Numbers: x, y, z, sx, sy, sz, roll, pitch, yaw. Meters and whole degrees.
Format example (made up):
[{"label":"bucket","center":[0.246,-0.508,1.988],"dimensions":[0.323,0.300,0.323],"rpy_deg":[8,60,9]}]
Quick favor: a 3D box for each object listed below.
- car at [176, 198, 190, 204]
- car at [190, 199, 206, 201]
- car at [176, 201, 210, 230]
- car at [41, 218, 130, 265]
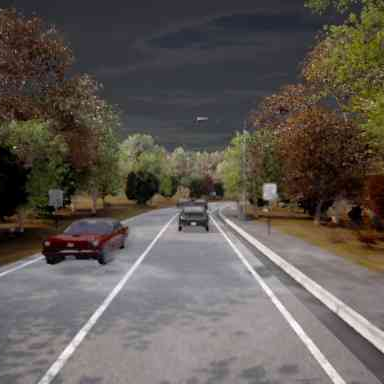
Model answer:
[{"label":"car","center":[-1.208,1.691,52.697],"dimensions":[1.837,1.490,4.892],"rpy_deg":[1,0,10]},{"label":"car","center":[1.215,1.694,44.104],"dimensions":[1.837,1.490,4.892],"rpy_deg":[0,0,7]},{"label":"car","center":[0.099,1.584,21.541],"dimensions":[1.837,1.490,4.892],"rpy_deg":[0,0,0]},{"label":"car","center":[-3.583,1.644,12.048],"dimensions":[1.895,1.301,4.718],"rpy_deg":[0,0,0]}]
